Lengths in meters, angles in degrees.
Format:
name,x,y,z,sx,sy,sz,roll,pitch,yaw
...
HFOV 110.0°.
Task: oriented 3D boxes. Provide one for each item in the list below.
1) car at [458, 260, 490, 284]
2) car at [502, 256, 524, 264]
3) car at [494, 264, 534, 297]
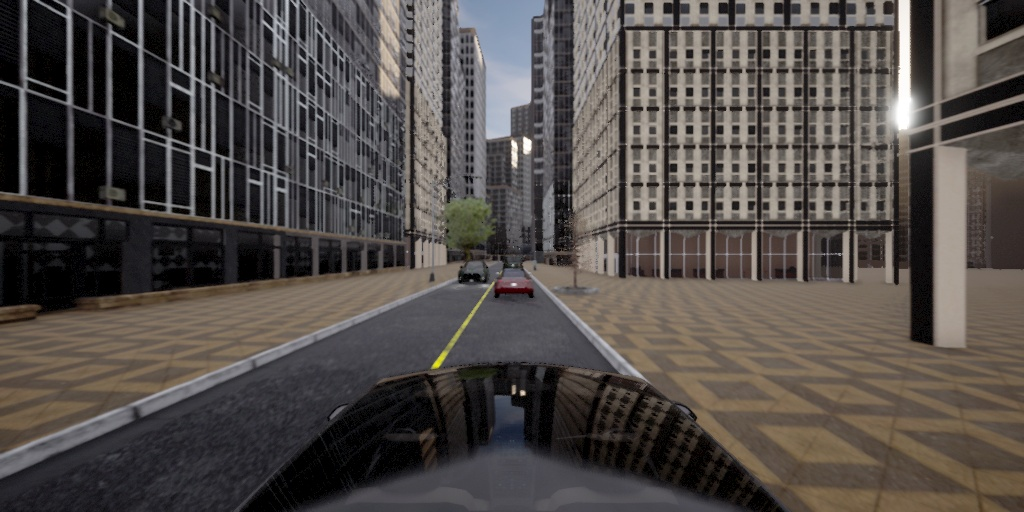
name,x,y,z,sx,sy,sz,roll,pitch,yaw
car,-2.803,1.126,27.195,2.097,1.767,4.553,0,0,0
car,0.089,1.014,37.796,2.150,2.045,5.566,0,0,0
car,0.095,1.325,18.882,1.994,1.385,4.181,0,0,0
